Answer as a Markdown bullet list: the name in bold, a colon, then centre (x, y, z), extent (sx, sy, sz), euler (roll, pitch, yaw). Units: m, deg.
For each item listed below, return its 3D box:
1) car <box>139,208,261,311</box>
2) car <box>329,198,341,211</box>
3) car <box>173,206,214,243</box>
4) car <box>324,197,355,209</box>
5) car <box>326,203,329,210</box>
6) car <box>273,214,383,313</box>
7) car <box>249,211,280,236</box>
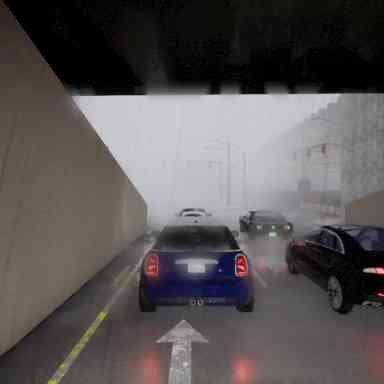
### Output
- **car**: centre (0.082, 1.352, 7.910), extent (2.097, 1.767, 4.553), euler (0, 0, 0)
- **car**: centre (17.406, 1.452, 34.753), extent (2.038, 1.542, 4.974), euler (0, 0, -35)
- **car**: centre (0.065, 1.526, 16.961), extent (1.812, 1.442, 4.674), euler (0, 0, 0)
- **car**: centre (17.543, 1.295, 39.397), extent (1.853, 1.218, 4.536), euler (0, 0, 45)
- **car**: centre (17.507, 1.452, 39.360), extent (2.038, 1.542, 4.974), euler (0, 0, 45)
- **car**: centre (3.581, 1.491, 7.644), extent (2.128, 1.511, 4.902), euler (0, 0, 0)
- **car**: centre (3.587, 1.601, 16.970), extent (1.895, 1.301, 4.718), euler (0, 0, 0)
